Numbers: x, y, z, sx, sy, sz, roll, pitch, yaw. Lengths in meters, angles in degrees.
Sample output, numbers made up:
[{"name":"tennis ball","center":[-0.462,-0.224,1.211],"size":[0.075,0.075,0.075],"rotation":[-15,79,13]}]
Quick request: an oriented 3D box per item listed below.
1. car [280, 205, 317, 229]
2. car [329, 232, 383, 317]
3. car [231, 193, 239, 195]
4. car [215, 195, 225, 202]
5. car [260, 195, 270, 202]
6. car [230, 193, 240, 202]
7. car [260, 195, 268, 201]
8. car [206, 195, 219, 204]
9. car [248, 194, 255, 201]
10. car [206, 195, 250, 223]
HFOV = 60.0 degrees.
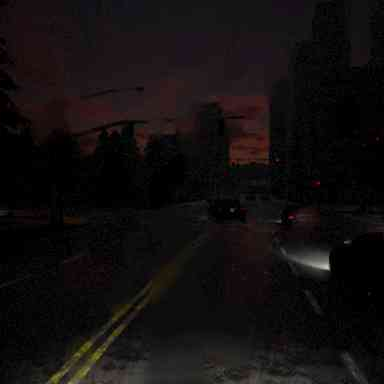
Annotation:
[{"name":"car","center":[6.972,1.558,22.111],"size":[2.033,1.411,5.357],"rotation":[0,0,11]},{"name":"car","center":[4.480,1.583,7.366],"size":[1.994,1.385,4.181],"rotation":[0,0,9]},{"name":"car","center":[7.292,1.436,61.873],"size":[2.128,1.511,4.902],"rotation":[0,0,11]},{"name":"car","center":[6.588,1.410,77.688],"size":[1.837,1.490,4.892],"rotation":[0,0,10]},{"name":"car","center":[17.387,1.459,78.439],"size":[1.882,1.535,5.008],"rotation":[0,0,10]},{"name":"car","center":[10.040,1.162,77.102],"size":[2.150,2.045,5.566],"rotation":[0,0,10]},{"name":"car","center":[19.035,1.479,87.671],"size":[1.837,1.490,4.892],"rotation":[0,0,10]},{"name":"car","center":[3.834,1.396,62.409],"size":[1.882,1.535,5.008],"rotation":[0,0,11]},{"name":"car","center":[13.998,1.312,79.363],"size":[2.097,1.767,4.553],"rotation":[0,0,10]},{"name":"car","center":[2.523,1.324,25.702],"size":[2.097,1.767,4.553],"rotation":[0,0,-9]}]
